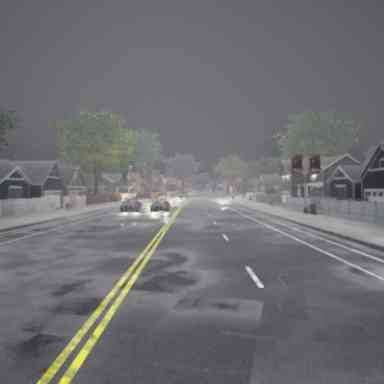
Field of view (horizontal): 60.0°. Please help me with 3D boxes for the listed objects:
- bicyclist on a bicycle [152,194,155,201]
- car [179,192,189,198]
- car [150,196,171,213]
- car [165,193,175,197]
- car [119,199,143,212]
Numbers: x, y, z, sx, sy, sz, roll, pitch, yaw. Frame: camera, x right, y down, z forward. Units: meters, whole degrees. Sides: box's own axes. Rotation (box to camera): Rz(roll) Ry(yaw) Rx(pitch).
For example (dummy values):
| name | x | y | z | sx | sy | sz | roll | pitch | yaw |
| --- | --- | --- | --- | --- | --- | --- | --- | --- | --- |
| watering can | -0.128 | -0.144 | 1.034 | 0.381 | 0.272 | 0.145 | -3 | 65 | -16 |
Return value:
| name | x | y | z | sx | sy | sz | roll | pitch | yaw |
| --- | --- | --- | --- | --- | --- | --- | --- | --- | --- |
| bicyclist on a bicycle | -7.629 | 1.146 | 66.203 | 0.866 | 1.612 | 1.509 | 0 | 0 | 7 |
| car | -1.759 | 0.877 | 76.986 | 1.837 | 1.490 | 4.892 | 0 | 0 | 5 |
| car | -3.319 | 1.449 | 35.628 | 1.994 | 1.385 | 4.181 | 0 | 0 | 0 |
| car | -5.030 | 0.782 | 76.834 | 1.812 | 1.442 | 4.674 | 0 | 0 | 4 |
| car | -6.568 | 1.447 | 36.200 | 1.994 | 1.385 | 4.181 | 0 | 0 | 0 |
